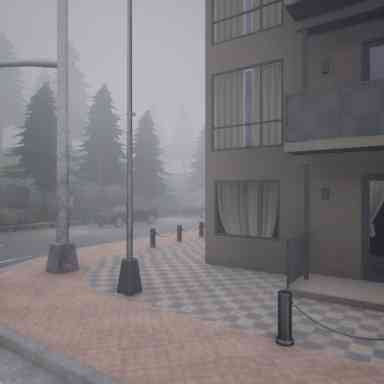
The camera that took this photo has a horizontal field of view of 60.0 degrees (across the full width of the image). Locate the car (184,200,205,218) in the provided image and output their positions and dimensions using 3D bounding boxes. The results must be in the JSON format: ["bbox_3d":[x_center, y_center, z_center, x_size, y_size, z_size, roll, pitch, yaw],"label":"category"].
[{"bbox_3d":[1.188,1.493,31.278,1.882,1.535,5.008,0,0,35],"label":"car"}]

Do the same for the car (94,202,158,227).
[{"bbox_3d":[-4.477,1.493,23.122,1.882,1.535,5.008,0,0,35],"label":"car"}]
